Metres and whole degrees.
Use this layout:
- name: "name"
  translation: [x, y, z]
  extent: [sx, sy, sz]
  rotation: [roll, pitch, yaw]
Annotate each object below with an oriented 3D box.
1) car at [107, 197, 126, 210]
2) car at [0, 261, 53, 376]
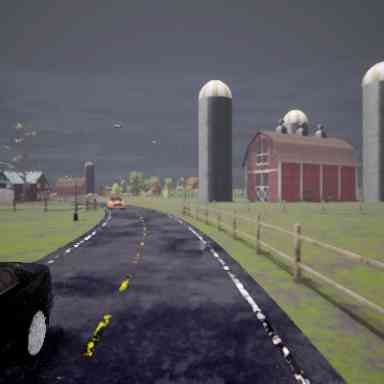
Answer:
- name: "car"
  translation: [-10.188, 1.410, 44.740]
  extent: [2.097, 1.767, 4.553]
  rotation: [0, 0, -18]
- name: "car"
  translation: [-2.982, 1.484, 3.033]
  extent: [1.882, 1.535, 5.008]
  rotation: [0, 0, -2]
